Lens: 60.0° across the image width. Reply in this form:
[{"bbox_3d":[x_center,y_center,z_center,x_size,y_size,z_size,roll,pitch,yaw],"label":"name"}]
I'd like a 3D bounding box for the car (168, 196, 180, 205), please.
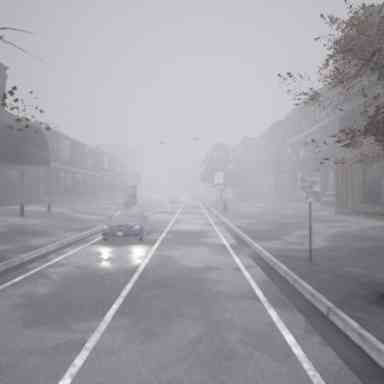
[{"bbox_3d":[-3.059,1.440,57.386,1.837,1.490,4.892,0,0,1],"label":"car"}]

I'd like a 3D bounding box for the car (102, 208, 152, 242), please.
[{"bbox_3d":[-3.103,1.536,16.642,1.812,1.442,4.674,0,0,0],"label":"car"}]
